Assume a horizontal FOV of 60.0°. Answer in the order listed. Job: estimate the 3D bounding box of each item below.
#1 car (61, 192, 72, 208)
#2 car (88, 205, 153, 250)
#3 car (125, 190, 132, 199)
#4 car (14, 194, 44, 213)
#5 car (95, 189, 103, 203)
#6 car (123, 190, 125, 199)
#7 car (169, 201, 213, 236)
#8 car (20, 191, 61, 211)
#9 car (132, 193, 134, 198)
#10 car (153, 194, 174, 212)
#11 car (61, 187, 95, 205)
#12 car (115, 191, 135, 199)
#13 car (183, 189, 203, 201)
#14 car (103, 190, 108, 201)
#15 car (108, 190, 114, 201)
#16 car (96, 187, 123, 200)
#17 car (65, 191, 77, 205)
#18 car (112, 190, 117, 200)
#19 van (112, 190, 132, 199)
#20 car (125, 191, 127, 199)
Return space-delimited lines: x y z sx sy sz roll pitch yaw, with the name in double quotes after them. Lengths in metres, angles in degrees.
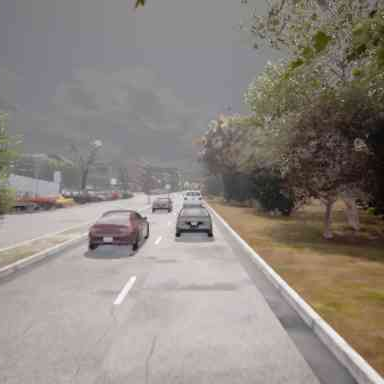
-16.636 1.123 37.221 5.366 1.575 1.946 -1 1 -20 "car"
-2.899 1.455 13.822 1.812 1.442 4.674 0 0 0 "car"
-16.789 0.591 73.159 5.566 2.045 2.435 -1 1 -20 "car"
-16.788 1.237 31.167 4.792 1.488 2.163 -1 1 -20 "car"
-16.770 0.850 52.163 4.553 1.767 2.185 -1 1 -20 "car"
-16.958 0.877 67.098 5.366 1.575 1.946 -1 1 -20 "car"
0.101 1.441 17.592 2.033 1.411 5.357 0 1 0 "car"
-16.791 0.917 34.166 5.566 2.045 2.435 -1 1 -20 "car"
-16.717 0.573 76.196 5.566 2.045 2.435 -1 0 -20 "car"
-2.897 1.234 33.305 2.033 1.411 5.357 0 1 0 "car"
-16.831 0.779 46.136 5.566 2.045 2.435 -1 1 -20 "car"
-16.627 0.664 82.211 4.553 1.767 2.185 -1 1 -19 "car"
0.103 0.844 38.343 2.150 2.045 5.566 0 1 0 "car"
-16.831 0.828 55.149 4.553 1.767 2.185 -1 0 -20 "car"
-16.802 0.934 58.160 4.892 1.521 2.231 -1 0 -20 "car"
-16.818 0.644 64.146 5.566 2.045 2.435 -1 1 -20 "car"
-16.981 1.095 40.087 5.366 1.575 1.946 -1 1 -20 "car"
-16.818 0.942 61.144 4.792 1.488 2.163 -1 1 -20 "car"
-16.601 0.580 79.232 4.442 1.987 1.878 -1 0 -19 "van"
-16.769 0.899 70.165 4.674 1.452 2.002 -1 1 -20 "car"
